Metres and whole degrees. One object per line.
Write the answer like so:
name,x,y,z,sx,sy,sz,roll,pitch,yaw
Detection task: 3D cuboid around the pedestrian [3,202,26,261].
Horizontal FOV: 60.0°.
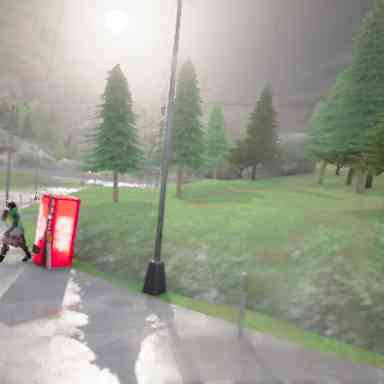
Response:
pedestrian,-5.265,1.143,9.853,0.375,1.860,0.375,-4,9,-42

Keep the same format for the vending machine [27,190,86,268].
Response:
vending machine,-4.048,1.089,9.942,1.100,2.100,0.880,8,1,-43
